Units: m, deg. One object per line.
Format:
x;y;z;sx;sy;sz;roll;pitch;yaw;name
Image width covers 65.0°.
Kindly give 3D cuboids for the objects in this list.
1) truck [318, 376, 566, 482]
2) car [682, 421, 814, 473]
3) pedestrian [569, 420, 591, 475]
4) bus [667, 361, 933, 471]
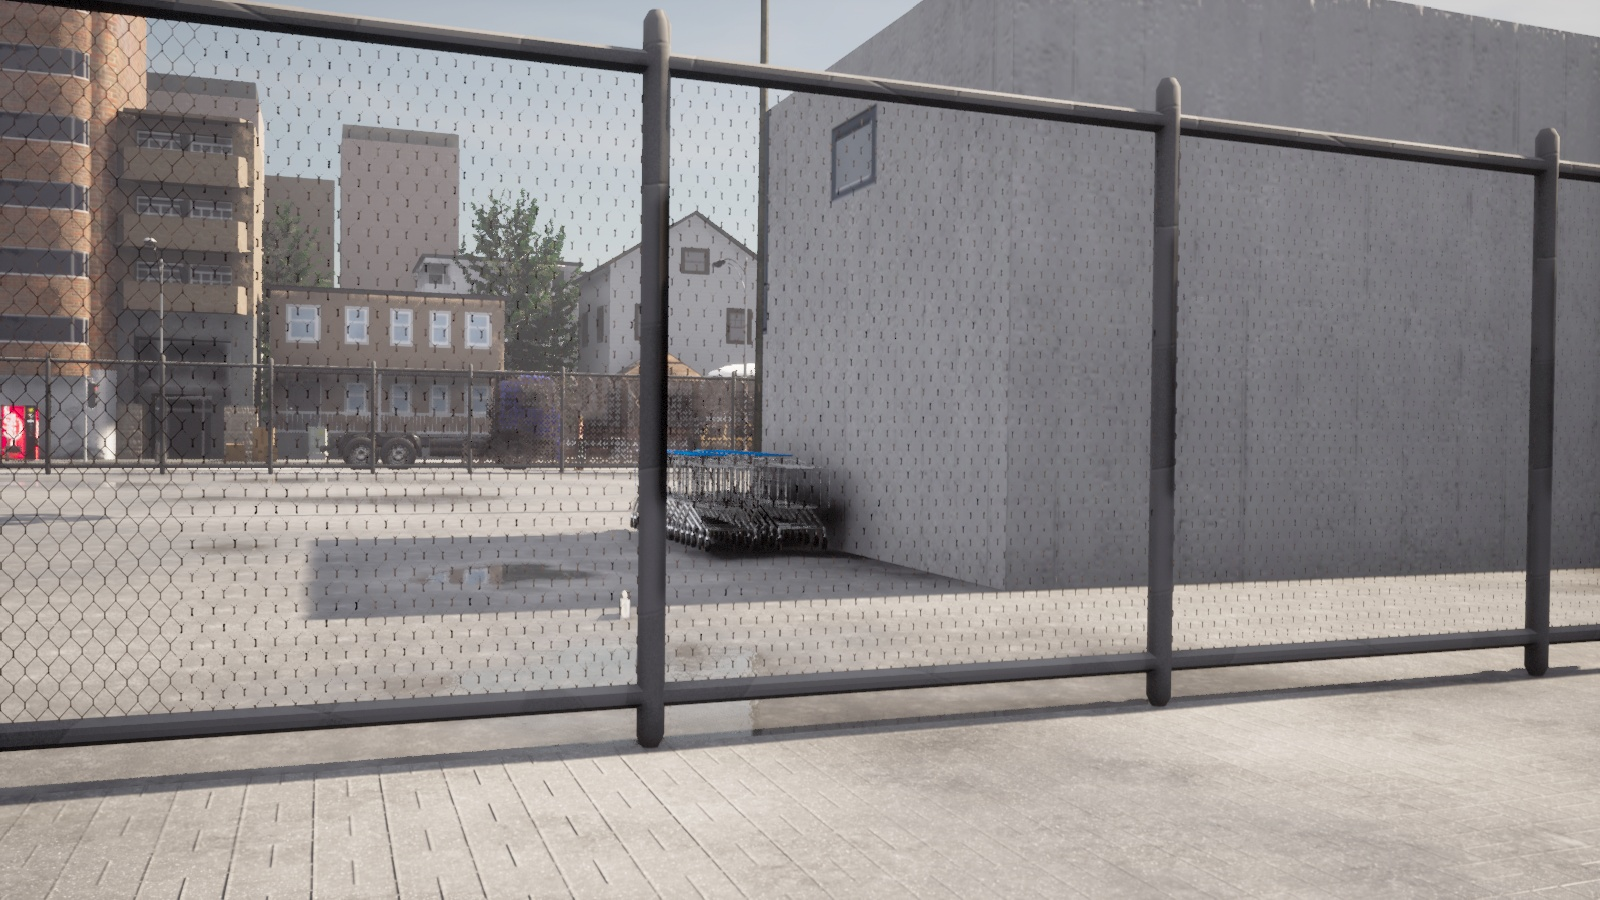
-12.299;-0.754;43.328;7.936;3.462;2.891;-1;1;-19;truck
-1.958;-0.125;47.269;4.605;1.855;1.932;-1;1;-19;car
-7.268;-0.085;41.504;0.594;1.836;0.345;0;1;15;pedestrian
-0.027;-1.417;52.177;10.273;4.253;3.944;-1;1;-18;bus
